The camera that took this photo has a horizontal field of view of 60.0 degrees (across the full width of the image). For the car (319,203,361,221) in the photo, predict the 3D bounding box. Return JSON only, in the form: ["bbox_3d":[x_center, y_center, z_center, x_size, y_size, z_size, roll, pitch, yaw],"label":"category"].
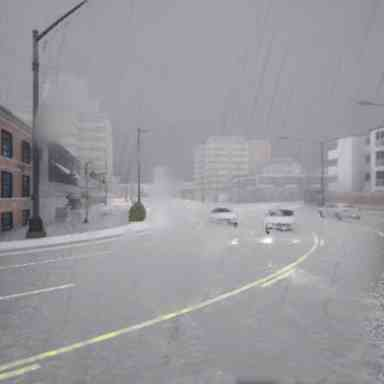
[{"bbox_3d":[12.868,1.693,29.116,1.812,1.442,4.674,0,-1,-5],"label":"car"}]

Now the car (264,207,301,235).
[{"bbox_3d":[5.323,1.663,19.846,1.812,1.442,4.674,0,0,11],"label":"car"}]

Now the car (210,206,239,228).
[{"bbox_3d":[2.247,1.715,23.678,1.812,1.442,4.674,0,0,2],"label":"car"}]
